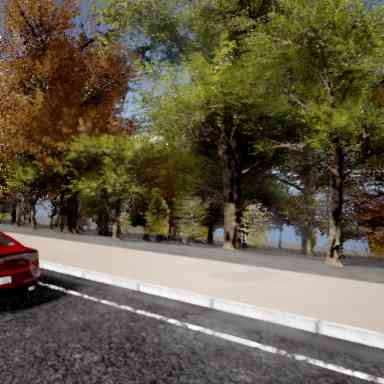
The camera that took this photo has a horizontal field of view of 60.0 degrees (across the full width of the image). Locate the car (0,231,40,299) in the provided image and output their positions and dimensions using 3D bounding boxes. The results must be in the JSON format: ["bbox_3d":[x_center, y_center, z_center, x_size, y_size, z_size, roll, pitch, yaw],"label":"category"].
[{"bbox_3d":[-5.494,1.496,7.586,5.008,1.535,1.882,0,0,35],"label":"car"}]
